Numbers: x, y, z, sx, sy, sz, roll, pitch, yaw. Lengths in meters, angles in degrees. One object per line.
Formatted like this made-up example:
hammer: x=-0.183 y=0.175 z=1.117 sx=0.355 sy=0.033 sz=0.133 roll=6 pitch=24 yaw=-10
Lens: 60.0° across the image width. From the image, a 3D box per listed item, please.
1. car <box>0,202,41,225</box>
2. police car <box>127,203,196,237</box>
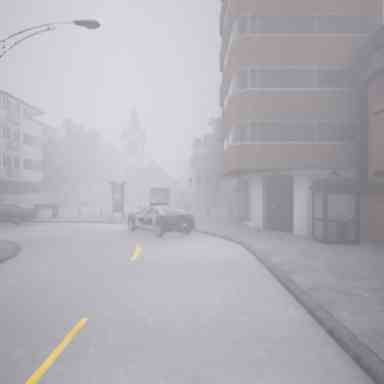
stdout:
car: x=-13.112 y=1.449 z=23.303 sx=4.674 sy=1.442 sz=1.812 roll=0 pitch=4 yaw=0
police car: x=-1.889 y=1.405 z=18.334 sx=1.930 sy=1.638 sz=5.238 roll=0 pitch=0 yaw=-37
